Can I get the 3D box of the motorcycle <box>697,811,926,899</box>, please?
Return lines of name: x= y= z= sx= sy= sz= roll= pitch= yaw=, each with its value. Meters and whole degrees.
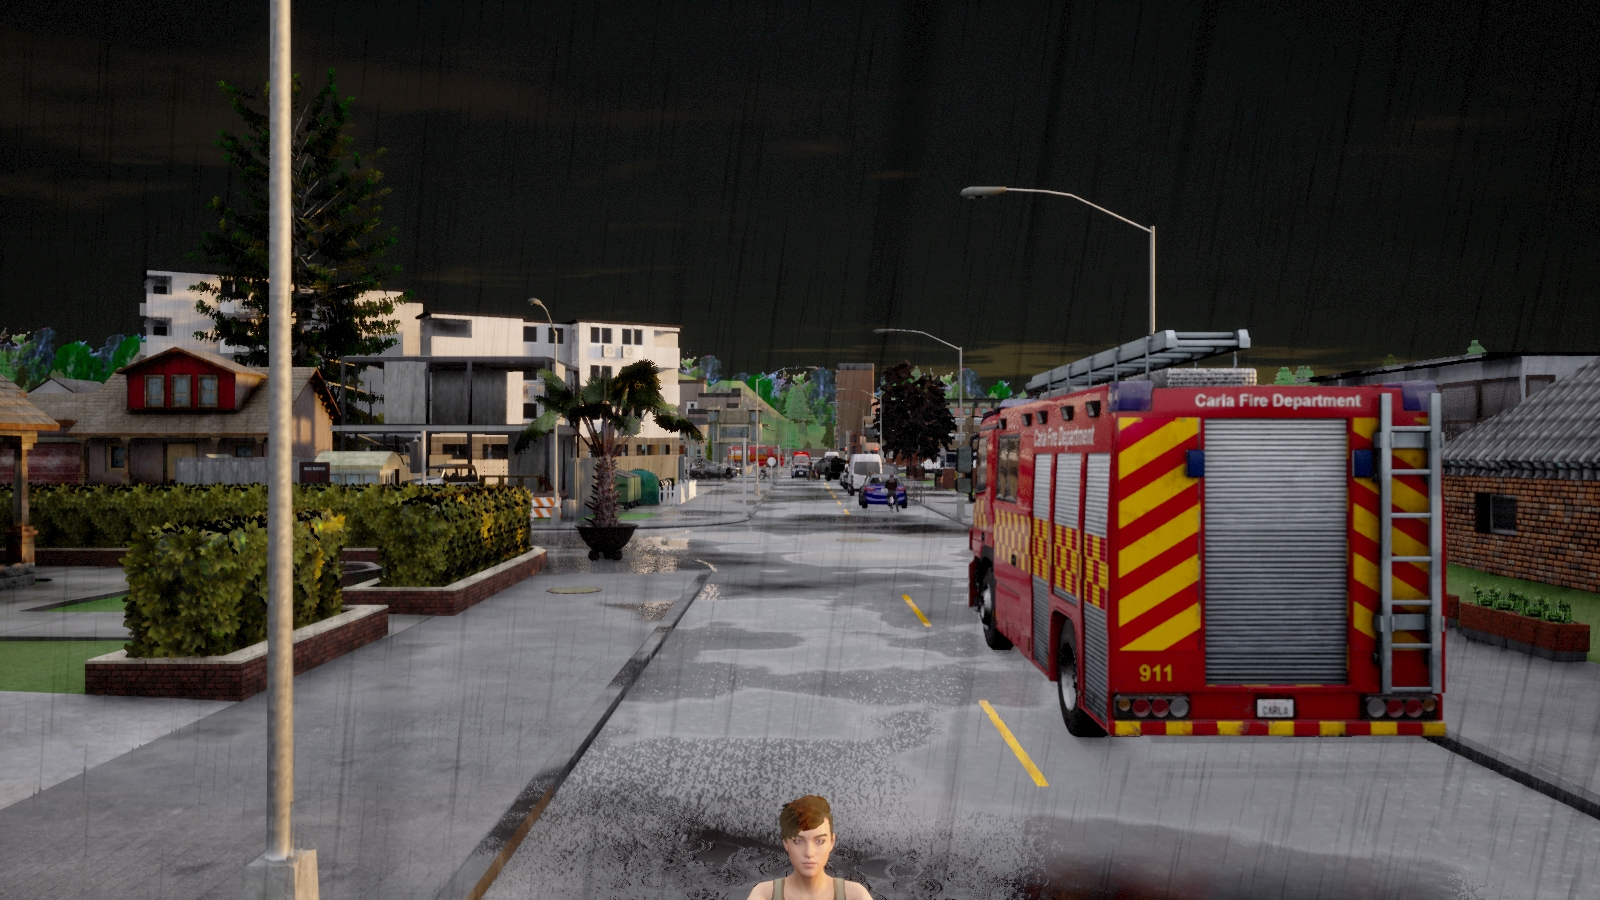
motorcycle: x=0.039 y=2.155 z=3.558 sx=0.764 sy=1.307 sz=2.356 roll=0 pitch=0 yaw=0

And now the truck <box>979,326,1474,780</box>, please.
truck: x=4.261 y=0.888 z=13.882 sx=2.891 sy=3.827 sz=8.468 roll=0 pitch=0 yaw=0

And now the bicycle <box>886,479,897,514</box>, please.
bicycle: x=4.077 y=2.060 z=50.936 sx=0.329 sy=1.471 sz=1.835 roll=0 pitch=0 yaw=0

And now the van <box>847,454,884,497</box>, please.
van: x=4.045 y=1.534 z=71.355 sx=1.988 sy=2.561 sz=5.915 roll=0 pitch=0 yaw=0

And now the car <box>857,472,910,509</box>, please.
car: x=4.046 y=1.967 z=56.171 sx=2.242 sy=1.667 sz=4.611 roll=0 pitch=0 yaw=0

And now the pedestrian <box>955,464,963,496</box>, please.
pedestrian: x=9.290 y=1.744 z=66.802 sx=0.375 sy=1.860 sz=0.375 roll=0 pitch=0 yaw=1
